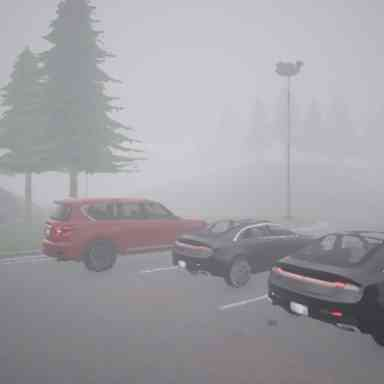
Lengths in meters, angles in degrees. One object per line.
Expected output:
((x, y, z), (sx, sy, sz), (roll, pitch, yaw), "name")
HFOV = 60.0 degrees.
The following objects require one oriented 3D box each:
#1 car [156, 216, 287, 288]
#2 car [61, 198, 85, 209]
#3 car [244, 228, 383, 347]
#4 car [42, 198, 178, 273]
((1.743, 1.493, 9.293), (4.902, 1.511, 2.128), (0, 0, -36), "car")
((-16.377, 1.526, 45.712), (1.812, 1.442, 4.674), (0, 0, -37), "car")
((3.542, 1.493, 6.279), (4.902, 1.511, 2.128), (0, 0, -36), "car")
((-1.897, 1.222, 10.994), (5.566, 2.045, 2.150), (0, 0, -36), "car")
